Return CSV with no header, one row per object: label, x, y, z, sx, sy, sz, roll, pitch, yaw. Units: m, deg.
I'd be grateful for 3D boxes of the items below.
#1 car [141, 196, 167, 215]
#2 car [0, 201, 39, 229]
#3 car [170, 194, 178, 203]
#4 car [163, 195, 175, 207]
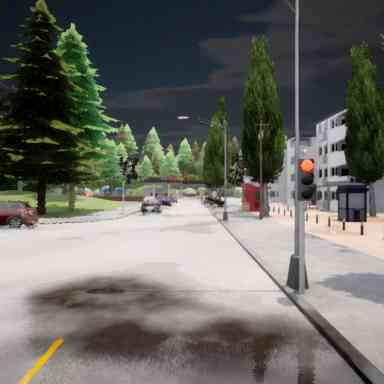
car,-4.099,1.489,34.686,2.128,1.511,4.902,0,0,0
car,-12.157,1.351,20.719,4.553,1.767,2.097,0,0,-2
car,-3.968,1.365,67.564,2.097,1.767,4.553,0,0,0
car,-4.088,1.597,50.932,1.895,1.301,4.718,0,0,0
